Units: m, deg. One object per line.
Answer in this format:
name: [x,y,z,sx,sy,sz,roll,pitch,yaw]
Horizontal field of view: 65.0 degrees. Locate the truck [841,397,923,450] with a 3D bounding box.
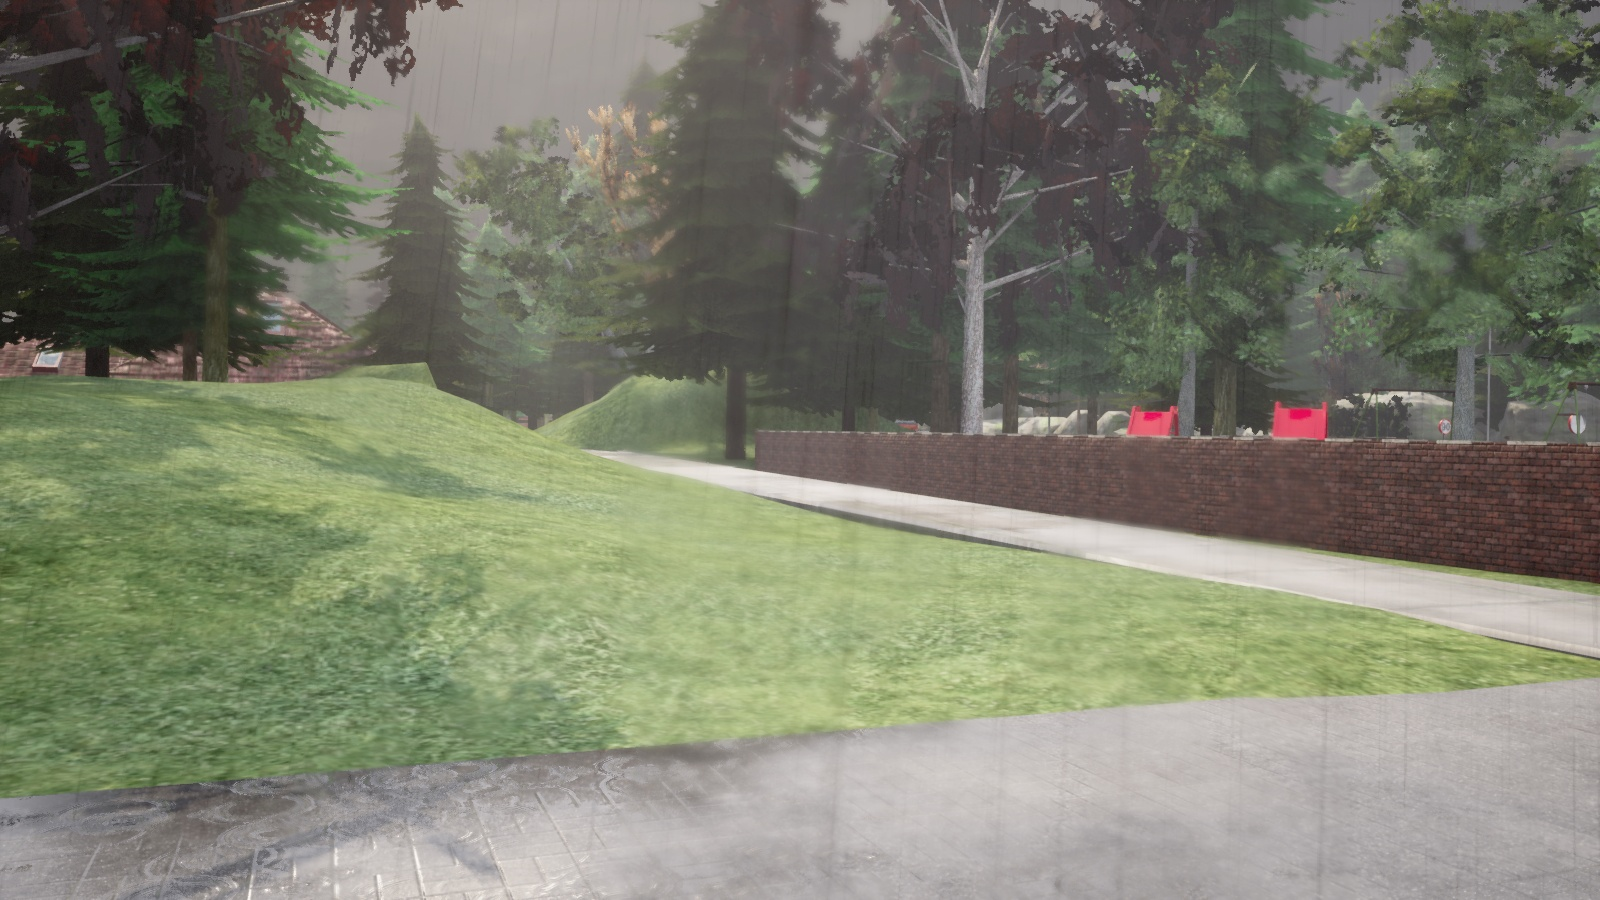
truck: [6.151,-1.992,95.836,2.891,3.827,8.468,-1,1,-21]
